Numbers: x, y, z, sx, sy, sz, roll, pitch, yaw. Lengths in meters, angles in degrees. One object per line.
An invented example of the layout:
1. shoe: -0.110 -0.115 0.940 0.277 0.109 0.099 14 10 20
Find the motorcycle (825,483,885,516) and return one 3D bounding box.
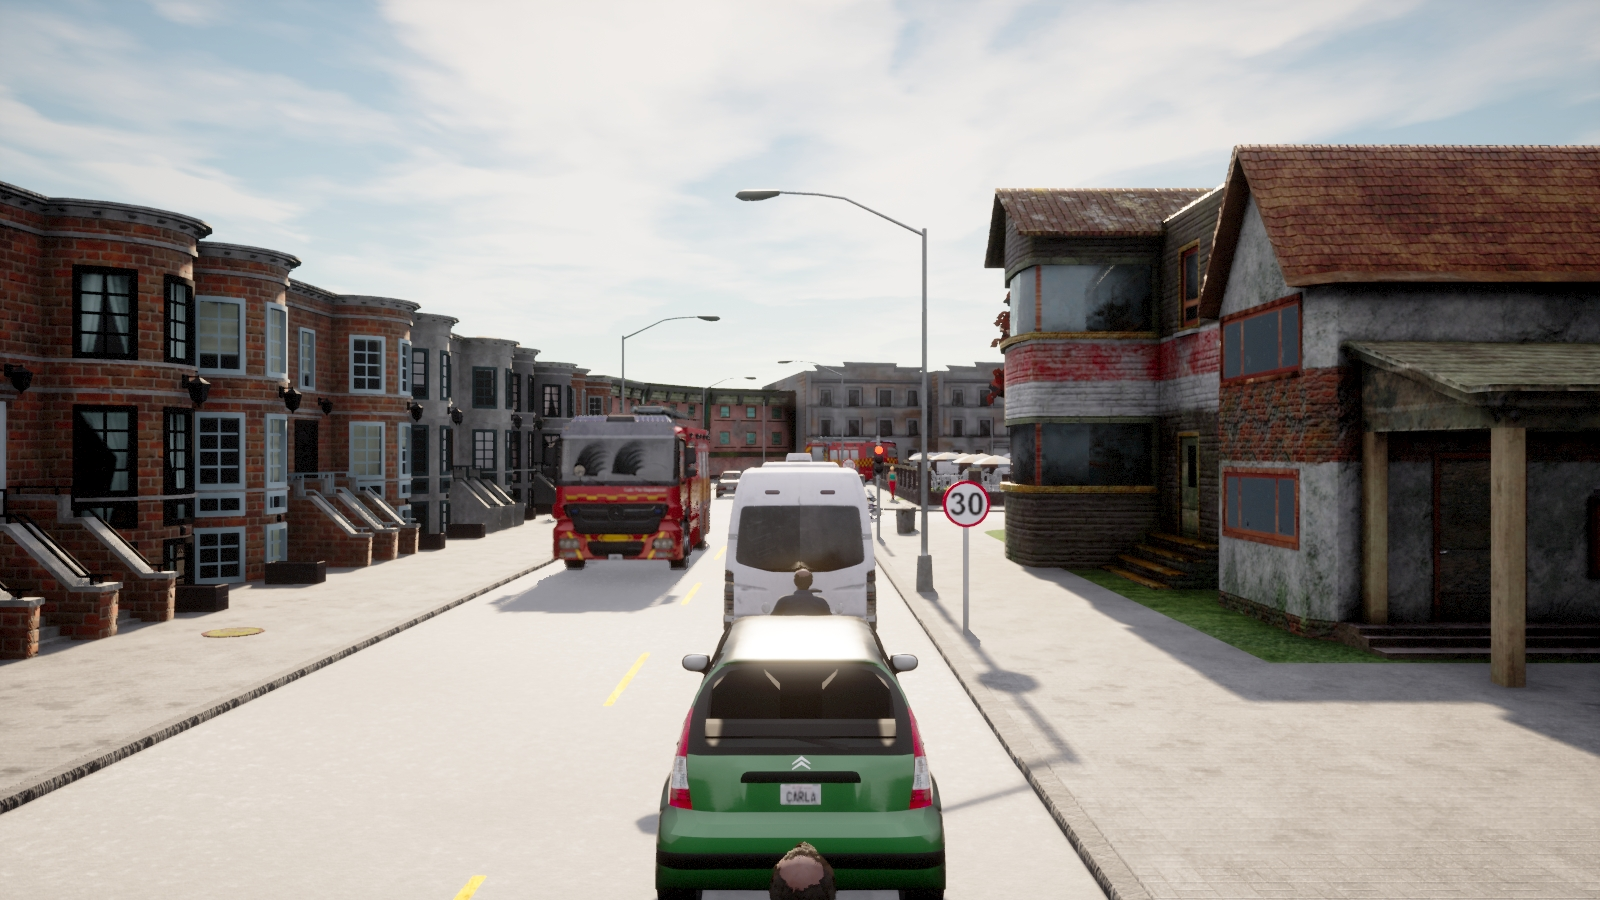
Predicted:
1. motorcycle: 2.176 1.968 45.474 2.209 1.251 0.867 0 -2 19

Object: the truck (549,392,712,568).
1. truck: -4.003 0.659 29.045 2.891 3.827 8.468 0 0 0

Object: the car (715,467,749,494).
1. car: -4.014 1.781 67.520 1.789 1.549 3.705 0 0 0

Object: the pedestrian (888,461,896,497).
1. pedestrian: 4.769 1.493 59.299 0.375 1.860 0.375 0 0 0

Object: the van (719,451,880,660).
1. van: -0.006 1.308 17.043 1.988 2.561 5.915 0 0 0

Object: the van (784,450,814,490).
1. van: -0.059 1.286 76.777 1.988 2.561 5.915 0 0 0

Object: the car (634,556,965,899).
1. car: -0.003 1.776 8.384 1.851 1.617 3.988 0 0 0
